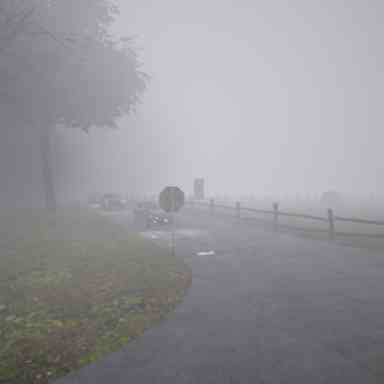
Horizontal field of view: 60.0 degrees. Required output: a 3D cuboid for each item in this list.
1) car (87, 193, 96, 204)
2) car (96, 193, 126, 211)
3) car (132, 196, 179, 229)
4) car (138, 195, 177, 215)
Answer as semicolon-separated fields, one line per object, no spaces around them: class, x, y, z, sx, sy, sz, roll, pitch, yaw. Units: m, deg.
car;-14.266;0.907;48.946;2.128;1.511;4.902;-1;1;-23
car;-8.206;0.924;34.199;2.097;1.767;4.553;-1;1;-23
car;-2.329;1.264;20.120;1.837;1.490;4.892;-1;1;-23
car;-3.170;1.100;29.507;2.128;1.511;4.902;-1;1;-23
